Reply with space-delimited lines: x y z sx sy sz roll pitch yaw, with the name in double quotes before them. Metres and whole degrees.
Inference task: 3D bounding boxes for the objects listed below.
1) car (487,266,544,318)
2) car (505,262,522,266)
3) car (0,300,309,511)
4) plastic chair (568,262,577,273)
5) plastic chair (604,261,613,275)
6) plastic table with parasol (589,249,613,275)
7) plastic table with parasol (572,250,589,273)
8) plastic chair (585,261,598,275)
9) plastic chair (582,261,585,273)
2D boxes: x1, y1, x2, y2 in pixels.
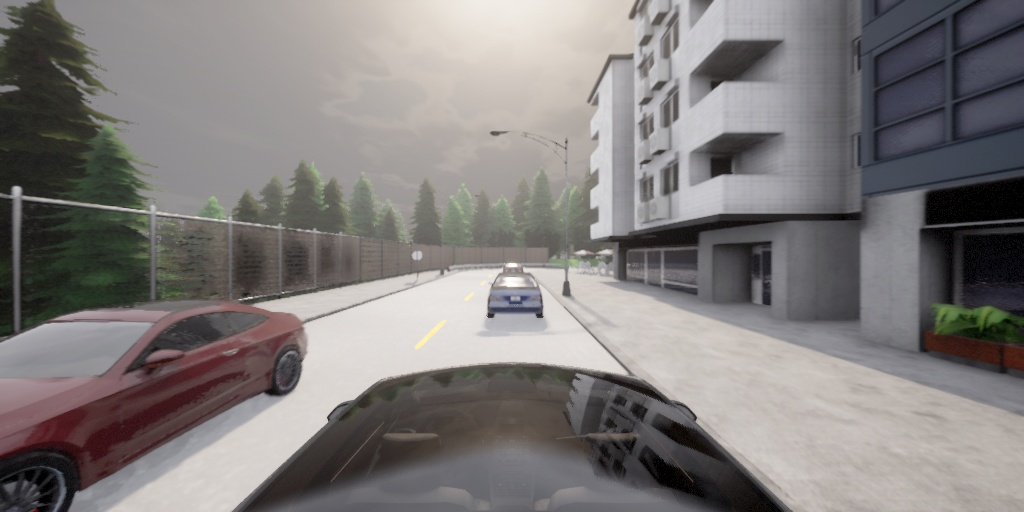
"car" 0.101 1.273 12.887 2.033 1.411 5.357 0 0 0
"car" 0.100 1.232 31.946 2.033 1.411 5.357 0 0 0
"car" -4.099 1.271 3.859 1.812 1.442 4.674 0 0 0
"plastic chair" 6.512 1.174 39.371 0.730 1.272 0.750 0 0 10
"plastic chair" 9.255 1.210 33.423 0.750 1.272 0.730 0 0 10
"plastic table with parasol" 9.243 0.603 34.853 2.482 2.480 2.482 0 0 0
"plastic table with parasol" 7.782 0.594 39.162 2.482 2.480 2.482 0 0 0
"plastic chair" 7.764 1.207 35.042 0.730 1.272 0.750 0 0 10
"plastic chair" 8.002 1.201 37.752 0.750 1.272 0.730 0 0 10
